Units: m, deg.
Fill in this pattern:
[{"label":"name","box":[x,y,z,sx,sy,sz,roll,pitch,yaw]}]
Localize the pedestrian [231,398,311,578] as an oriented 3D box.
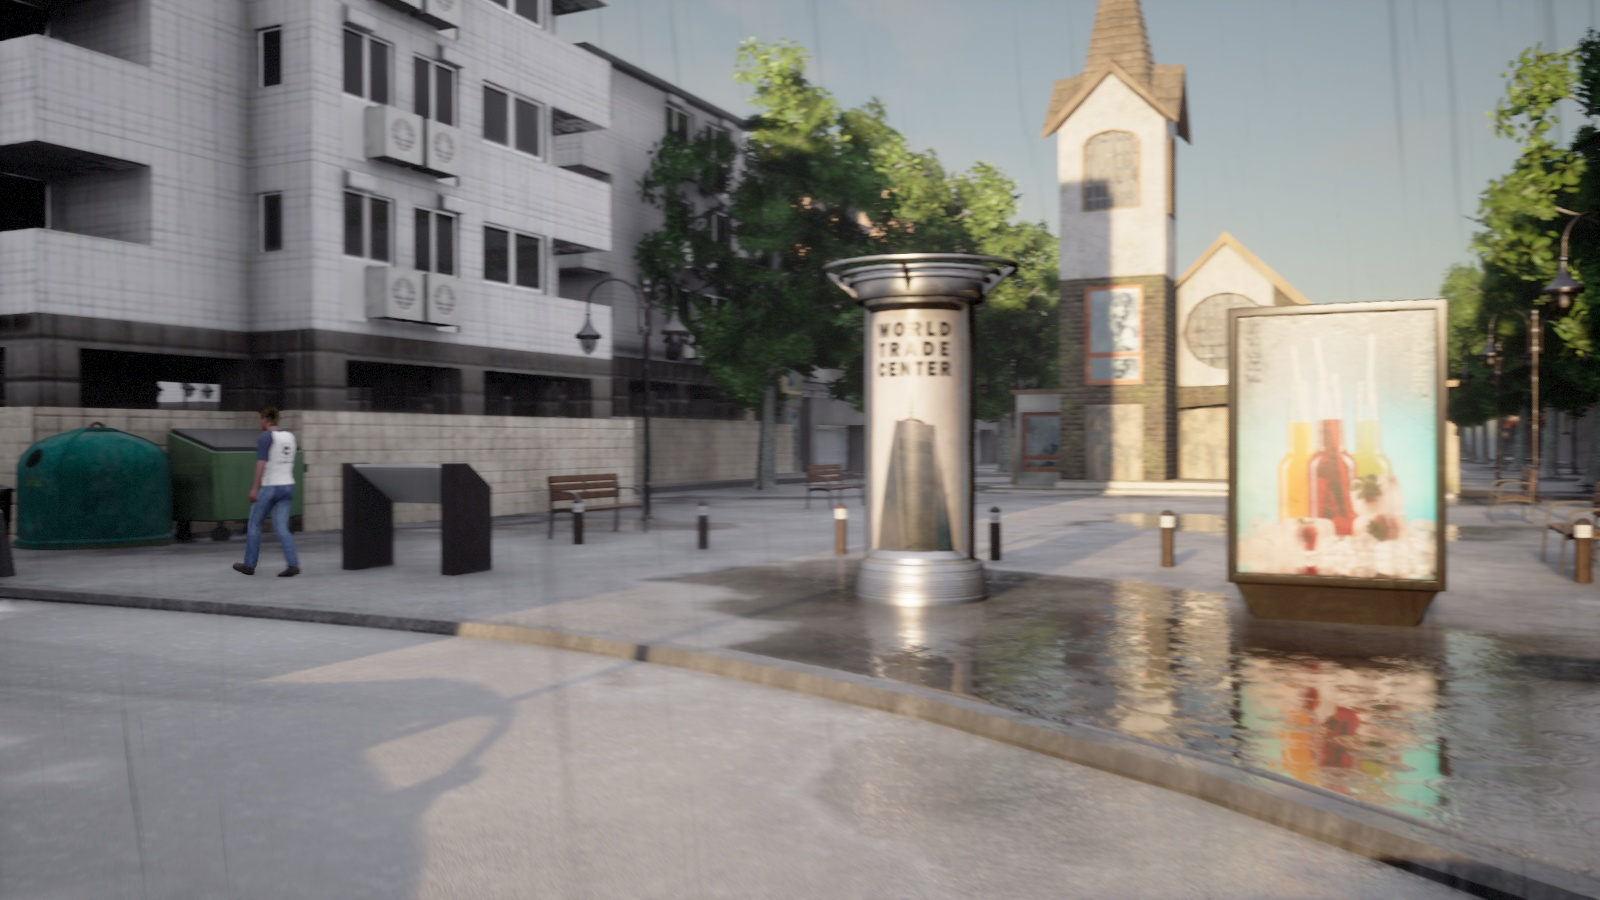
[{"label":"pedestrian","box":[-5.519,0.386,13.109,0.706,1.836,0.354,0,0,20]}]
